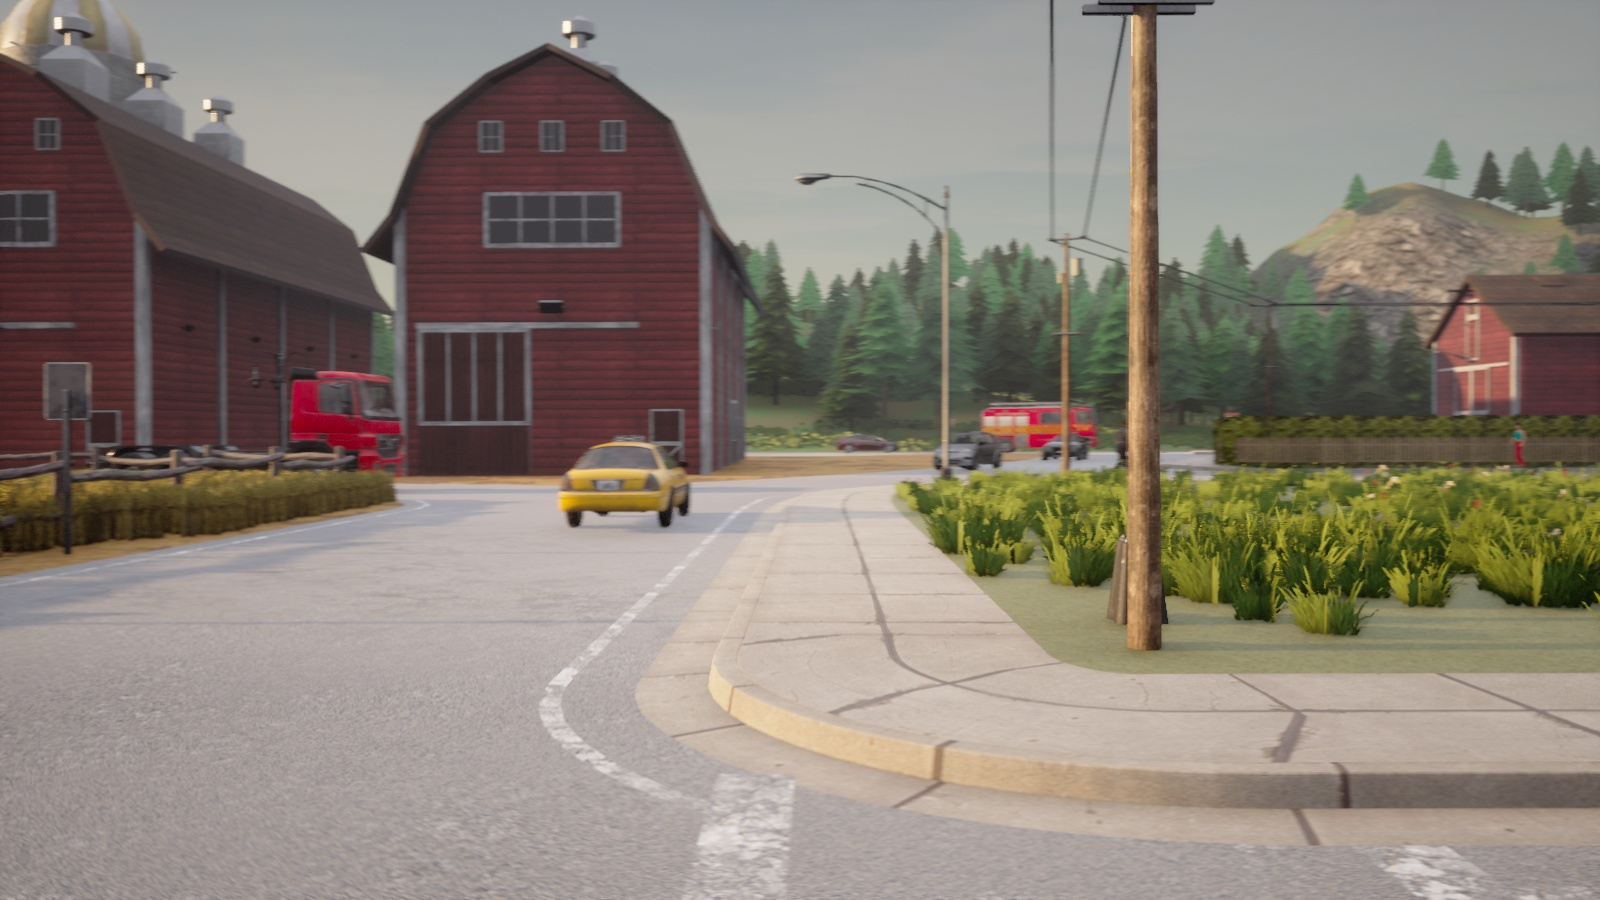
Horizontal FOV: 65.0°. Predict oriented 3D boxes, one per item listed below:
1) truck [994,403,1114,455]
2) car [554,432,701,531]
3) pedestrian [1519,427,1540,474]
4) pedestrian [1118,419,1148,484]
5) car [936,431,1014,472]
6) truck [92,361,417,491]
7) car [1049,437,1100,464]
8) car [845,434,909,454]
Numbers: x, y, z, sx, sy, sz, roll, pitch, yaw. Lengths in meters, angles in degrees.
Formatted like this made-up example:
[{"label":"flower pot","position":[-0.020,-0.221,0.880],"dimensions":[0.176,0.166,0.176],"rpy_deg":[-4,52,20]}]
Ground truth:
[{"label":"truck","position":[19.044,-1.549,94.018],"dimensions":[8.468,3.827,2.891],"rpy_deg":[0,0,20]},{"label":"car","position":[-2.965,0.474,22.717],"dimensions":[1.801,1.575,5.366],"rpy_deg":[0,1,1]},{"label":"pedestrian","position":[28.595,0.019,49.228],"dimensions":[0.594,1.836,0.345],"rpy_deg":[0,1,-2]},{"label":"pedestrian","position":[9.647,0.041,36.370],"dimensions":[0.694,1.848,0.540],"rpy_deg":[0,1,-5]},{"label":"car","position":[7.244,0.035,51.700],"dimensions":[1.851,1.617,3.988],"rpy_deg":[1,1,30]},{"label":"truck","position":[-15.275,-0.665,35.561],"dimensions":[7.936,3.462,2.891],"rpy_deg":[1,1,2]},{"label":"car","position":[14.737,-0.015,67.269],"dimensions":[1.994,1.385,4.181],"rpy_deg":[1,1,22]},{"label":"car","position":[5.865,-0.454,95.623],"dimensions":[4.792,1.488,2.163],"rpy_deg":[0,1,2]}]
